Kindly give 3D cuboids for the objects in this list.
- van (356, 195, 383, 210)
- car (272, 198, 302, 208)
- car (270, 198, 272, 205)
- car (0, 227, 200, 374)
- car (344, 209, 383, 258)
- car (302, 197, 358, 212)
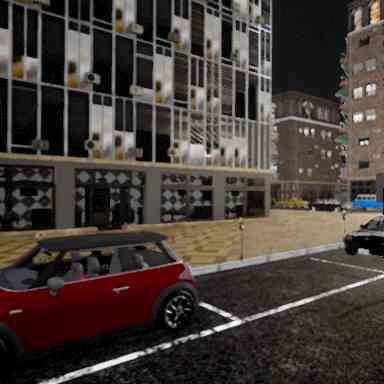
[{"bbox_3d":[20.858,1.244,38.684,1.690,1.788,3.998,0,0,-35],"label":"van"},{"bbox_3d":[14.431,1.505,47.939,1.752,1.417,4.829,0,0,-35],"label":"car"},{"bbox_3d":[11.363,1.581,52.358,1.947,1.339,4.313,0,0,-35],"label":"car"},{"bbox_3d":[-1.948,1.431,5.157,4.097,1.590,1.967,0,1,-35],"label":"car"},{"bbox_3d":[7.129,1.478,11.632,4.313,1.339,1.947,-1,1,-35],"label":"car"},{"bbox_3d":[13.972,1.398,33.906,2.008,1.369,4.403,0,0,-35],"label":"car"}]
